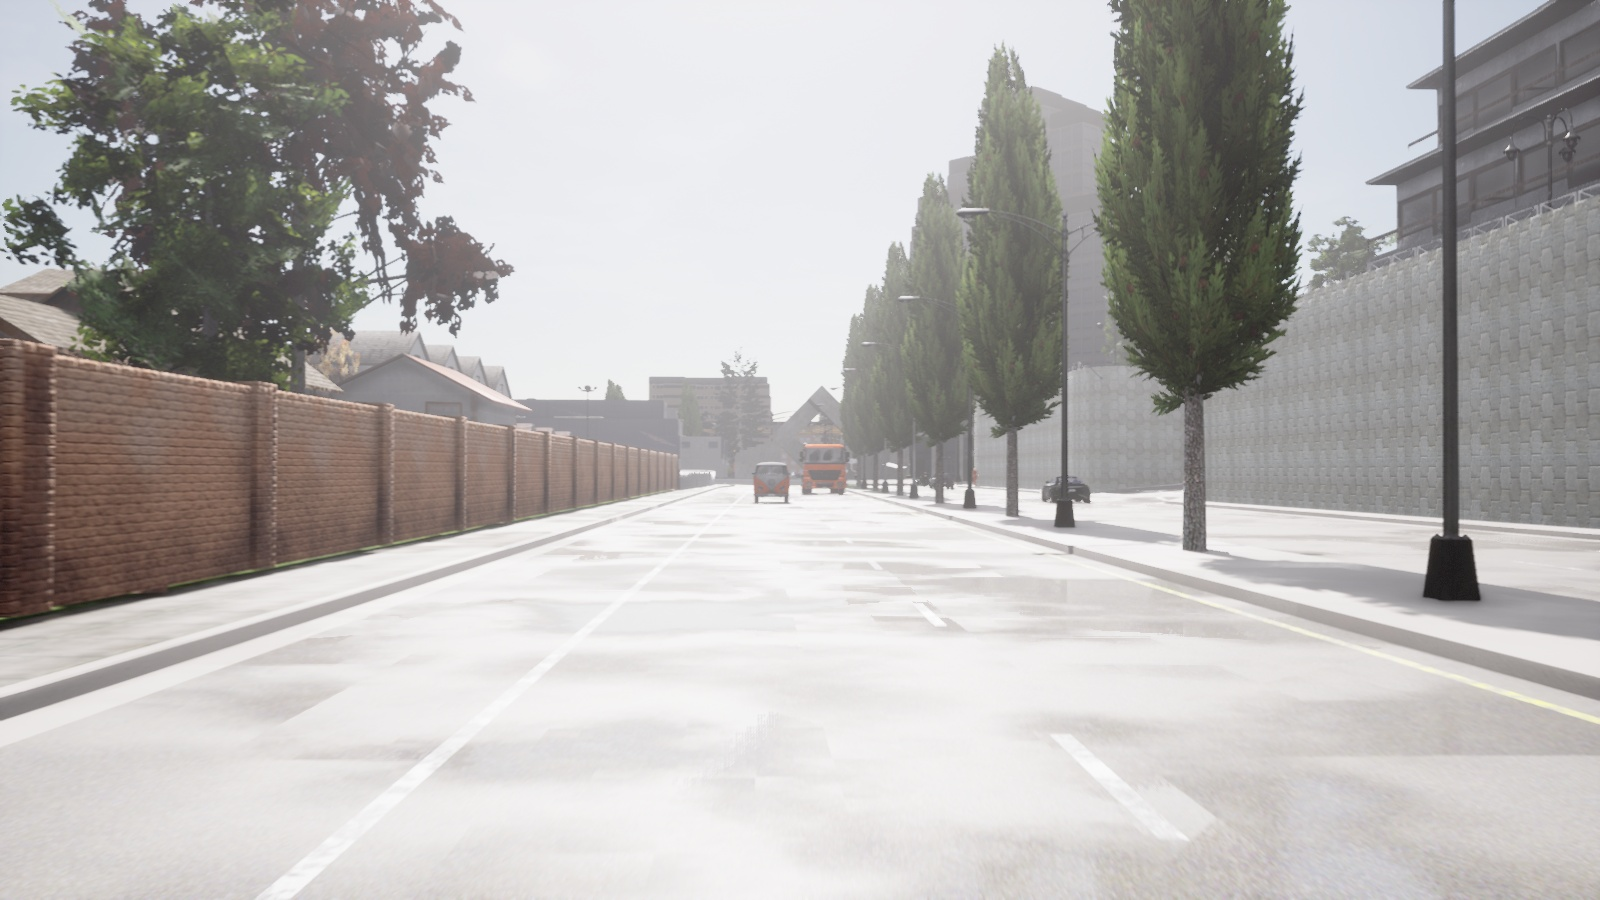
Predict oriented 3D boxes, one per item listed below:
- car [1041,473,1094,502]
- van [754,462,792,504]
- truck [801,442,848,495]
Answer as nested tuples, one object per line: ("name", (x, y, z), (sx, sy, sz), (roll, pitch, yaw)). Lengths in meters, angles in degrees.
("car", (13.747, 1.913, 64.823), (1.994, 1.385, 4.181), (0, -1, 3))
("van", (-1.334, 1.604, 61.580), (1.775, 1.987, 4.442), (0, -1, -1))
("truck", (1.630, 1.284, 87.023), (2.891, 3.462, 7.936), (0, -1, -1))
